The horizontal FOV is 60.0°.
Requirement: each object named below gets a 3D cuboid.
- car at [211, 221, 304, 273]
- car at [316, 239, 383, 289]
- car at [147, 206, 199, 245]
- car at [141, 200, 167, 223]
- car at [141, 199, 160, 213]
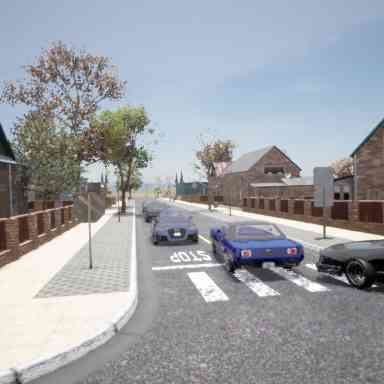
[{"bbox_3d":[1.772,1.581,10.722,1.895,1.301,4.718,-2,0,-5],"label":"car"},{"bbox_3d":[5.558,1.436,7.053,5.357,1.411,2.033,-1,0,41],"label":"car"},{"bbox_3d":[-0.955,1.609,15.984,1.994,1.385,4.181,-2,0,-10],"label":"car"},{"bbox_3d":[-2.840,1.550,26.876,1.882,1.535,5.008,-2,0,-10],"label":"car"},{"bbox_3d":[-5.029,1.650,39.626,2.033,1.411,5.357,-2,0,-10],"label":"car"}]
